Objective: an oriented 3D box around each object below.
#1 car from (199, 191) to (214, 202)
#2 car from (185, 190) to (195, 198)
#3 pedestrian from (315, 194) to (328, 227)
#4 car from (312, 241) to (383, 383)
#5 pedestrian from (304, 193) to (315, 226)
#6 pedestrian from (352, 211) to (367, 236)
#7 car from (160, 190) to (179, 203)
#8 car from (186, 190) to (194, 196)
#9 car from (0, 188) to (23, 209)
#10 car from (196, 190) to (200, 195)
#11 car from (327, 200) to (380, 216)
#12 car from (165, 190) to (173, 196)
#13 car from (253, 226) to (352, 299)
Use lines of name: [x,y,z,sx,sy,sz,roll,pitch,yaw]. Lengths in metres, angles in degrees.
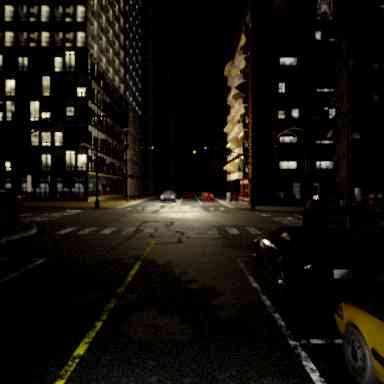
car: [2.431,0.856,49.948,1.802,1.307,4.206,0,1,0]
car: [-0.450,0.500,72.526,1.994,1.385,4.181,0,1,0]
pedestrian: [5.863,0.924,14.802,0.375,1.860,0.375,0,1,0]
car: [2.675,1.488,2.416,1.752,1.417,4.829,0,1,0]
pedestrian: [5.732,0.905,16.001,0.375,1.860,0.375,0,1,0]
pedestrian: [7.806,1.087,15.416,0.375,1.860,0.375,0,1,0]
car: [-3.378,0.656,47.717,2.097,1.767,4.553,0,1,0]
car: [-0.511,0.174,82.525,2.128,1.511,4.902,0,1,0]
car: [-17.880,0.580,29.855,5.009,1.841,2.192,1,0,-1]
car: [2.300,0.643,62.863,2.008,1.369,4.403,0,1,0]
car: [14.453,1.391,30.344,4.829,1.417,1.752,1,0,-1]
car: [-6.254,0.248,91.050,2.008,1.369,4.403,0,1,0]
car: [2.641,1.448,7.929,1.947,1.339,4.313,0,1,0]
